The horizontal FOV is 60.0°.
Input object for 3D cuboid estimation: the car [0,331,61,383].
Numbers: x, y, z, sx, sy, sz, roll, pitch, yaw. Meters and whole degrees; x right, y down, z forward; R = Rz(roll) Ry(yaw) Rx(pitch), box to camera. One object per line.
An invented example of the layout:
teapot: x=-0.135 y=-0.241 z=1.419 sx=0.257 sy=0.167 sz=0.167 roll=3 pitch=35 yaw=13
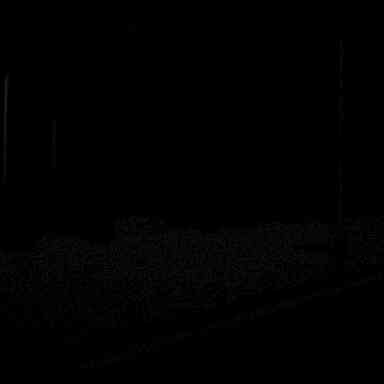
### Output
car: x=-2.918 y=1.525 z=1.297 sx=4.674 sy=1.442 sz=1.812 roll=0 pitch=0 yaw=-35
